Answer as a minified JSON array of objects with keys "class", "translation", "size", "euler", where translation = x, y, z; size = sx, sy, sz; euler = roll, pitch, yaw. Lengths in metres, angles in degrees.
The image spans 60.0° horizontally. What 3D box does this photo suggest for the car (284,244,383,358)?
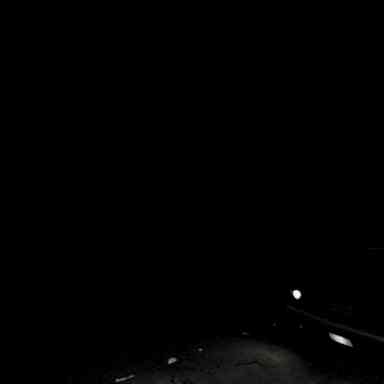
[{"class":"car","translation":[3.717,1.598,5.591],"size":[4.718,1.301,1.895],"euler":[0,0,-35]}]
